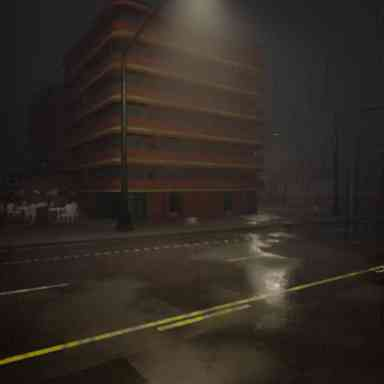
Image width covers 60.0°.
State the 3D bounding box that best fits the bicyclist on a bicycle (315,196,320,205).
[{"bbox_3d":[21.710,1.415,57.587,1.656,1.620,0.582,-1,0,-37],"label":"bicyclist on a bicycle"}]

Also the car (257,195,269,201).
[{"bbox_3d":[17.839,1.464,85.519,3.806,1.475,1.970,-1,0,-35],"label":"car"}]
